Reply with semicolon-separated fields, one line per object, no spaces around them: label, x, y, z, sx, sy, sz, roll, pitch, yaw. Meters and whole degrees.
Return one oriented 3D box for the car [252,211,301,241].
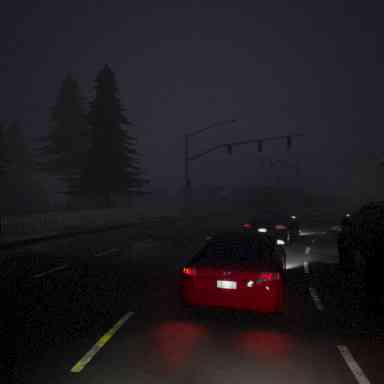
car;3.800;1.564;15.627;1.994;1.385;4.181;0;0;26

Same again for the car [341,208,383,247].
car;8.379;1.564;15.885;1.994;1.385;4.181;0;0;28

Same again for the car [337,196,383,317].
car;4.711;1.221;7.295;2.150;2.045;5.566;0;0;15

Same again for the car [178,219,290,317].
car;1.134;1.564;7.658;1.994;1.385;4.181;0;0;16
